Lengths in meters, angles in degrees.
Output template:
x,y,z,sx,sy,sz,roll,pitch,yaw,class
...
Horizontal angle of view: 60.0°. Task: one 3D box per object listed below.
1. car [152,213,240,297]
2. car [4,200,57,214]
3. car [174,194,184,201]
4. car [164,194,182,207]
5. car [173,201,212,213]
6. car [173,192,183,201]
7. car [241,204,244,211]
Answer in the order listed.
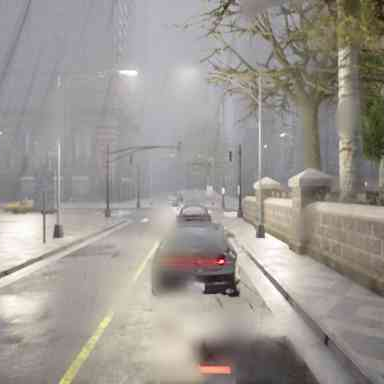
x,y,z,sx,sy,sz,roll,pitch,yaw,class
0.099,1.509,8.570,1.837,1.490,4.892,0,0,0,car
-14.931,1.414,31.223,4.829,1.417,1.752,1,-1,0,car
-2.996,1.296,77.804,2.128,1.511,4.902,0,0,0,car
-3.088,1.450,50.219,2.128,1.511,4.902,0,0,0,car
0.101,1.487,18.890,1.882,1.535,5.008,0,0,0,car
-3.008,1.075,67.517,2.150,2.045,5.566,0,0,0,car
7.721,1.562,36.736,4.902,1.511,2.128,0,0,-4,car
